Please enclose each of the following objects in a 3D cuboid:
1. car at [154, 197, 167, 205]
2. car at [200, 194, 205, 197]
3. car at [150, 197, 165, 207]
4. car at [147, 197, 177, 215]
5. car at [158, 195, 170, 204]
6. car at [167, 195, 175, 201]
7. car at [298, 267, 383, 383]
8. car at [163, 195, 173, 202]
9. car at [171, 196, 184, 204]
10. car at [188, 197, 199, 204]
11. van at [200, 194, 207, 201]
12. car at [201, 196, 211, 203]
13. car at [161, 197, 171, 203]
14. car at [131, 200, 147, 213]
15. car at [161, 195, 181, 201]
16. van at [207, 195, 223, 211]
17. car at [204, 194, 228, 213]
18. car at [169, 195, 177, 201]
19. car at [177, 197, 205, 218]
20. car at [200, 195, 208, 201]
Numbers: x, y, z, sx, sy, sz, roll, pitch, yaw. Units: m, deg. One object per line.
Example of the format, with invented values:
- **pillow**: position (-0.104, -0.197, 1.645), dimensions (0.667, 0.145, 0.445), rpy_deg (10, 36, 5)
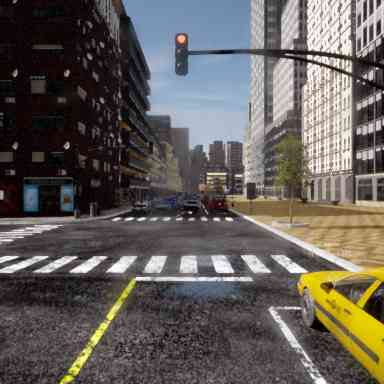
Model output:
- **car**: position (-5.446, 1.582, 58.536), dimensions (1.887, 1.381, 4.507), rpy_deg (0, 0, 0)
- **car**: position (2.933, 1.352, 58.501), dimensions (2.192, 1.841, 5.009), rpy_deg (0, 0, 0)
- **car**: position (-5.469, 1.580, 53.010), dimensions (2.008, 1.369, 4.403), rpy_deg (0, 0, 0)
- **car**: position (-2.953, 1.557, 34.122), dimensions (2.033, 1.411, 5.357), rpy_deg (0, 0, 0)
- **car**: position (-5.423, 1.486, 64.064), dimensions (1.967, 1.590, 4.097), rpy_deg (0, 0, 0)
- **car**: position (-5.329, 1.610, 86.000), dimensions (1.752, 1.417, 4.829), rpy_deg (0, 0, 0)
- **car**: position (2.703, 1.525, 4.153), dimensions (1.752, 1.417, 4.829), rpy_deg (0, 0, 0)
- **car**: position (-5.376, 1.504, 75.117), dimensions (1.967, 1.590, 4.097), rpy_deg (0, 0, 0)
- **car**: position (-2.729, 1.538, 63.999), dimensions (2.128, 1.511, 4.902), rpy_deg (0, 0, 0)
- **car**: position (0.278, 1.613, 65.599), dimensions (1.994, 1.385, 4.181), rpy_deg (0, 0, 0)
- **van**: position (3.074, 1.438, 91.660), dimensions (1.690, 1.788, 3.998), rpy_deg (0, 0, 0)
- **car**: position (2.981, 1.600, 69.555), dimensions (1.887, 1.381, 4.507), rpy_deg (0, 0, 0)
- **car**: position (-5.399, 1.637, 69.591), dimensions (1.802, 1.307, 4.206), rpy_deg (0, 0, 0)
- **car**: position (-5.539, 1.562, 36.431), dimensions (2.008, 1.369, 4.403), rpy_deg (0, 0, 0)
- **car**: position (-2.901, 1.495, 43.941), dimensions (1.882, 1.535, 5.008), rpy_deg (0, 0, 0)
- **van**: position (2.863, 1.357, 41.921), dimensions (1.690, 1.788, 3.998), rpy_deg (0, 0, 0)
- **car**: position (2.839, 1.326, 36.395), dimensions (2.192, 1.841, 5.009), rpy_deg (0, 0, 0)
- **car**: position (-5.305, 1.641, 91.696), dimensions (1.887, 1.381, 4.507), rpy_deg (0, 0, 0)
- **car**: position (0.005, 1.511, 30.687), dimensions (1.837, 1.490, 4.892), rpy_deg (1, 0, 4)
- **car**: position (3.053, 1.611, 86.304), dimensions (1.752, 1.417, 4.829), rpy_deg (0, 0, 0)
